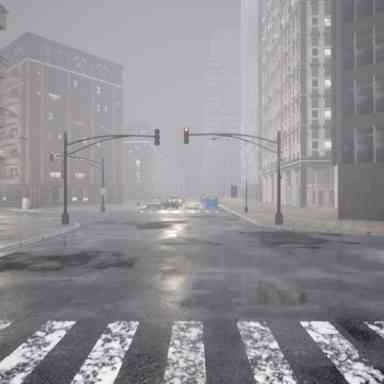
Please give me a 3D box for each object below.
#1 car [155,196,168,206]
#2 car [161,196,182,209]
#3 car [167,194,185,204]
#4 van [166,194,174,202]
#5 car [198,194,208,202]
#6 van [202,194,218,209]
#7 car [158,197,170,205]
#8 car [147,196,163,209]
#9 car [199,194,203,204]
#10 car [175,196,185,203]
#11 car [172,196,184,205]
[{"bbox_3d":[-5.187,1.500,57.028,1.967,1.590,4.097,0,0,0],"label":"car"},{"bbox_3d":[-2.730,1.636,45.051,1.895,1.301,4.718,0,0,0],"label":"car"},{"bbox_3d":[-2.705,1.405,54.177,2.097,1.767,4.553,0,0,0],"label":"car"},{"bbox_3d":[-5.139,1.460,79.236,1.690,1.788,3.998,0,0,0],"label":"van"},{"bbox_3d":[2.752,1.452,84.773,2.192,1.841,5.009,0,0,0],"label":"car"},{"bbox_3d":[2.669,1.378,45.905,1.690,1.788,3.998,0,0,0],"label":"van"},{"bbox_3d":[-5.176,1.639,62.580,1.947,1.339,4.313,0,0,0],"label":"car"},{"bbox_3d":[-5.212,1.562,45.752,1.752,1.417,4.829,0,0,0],"label":"car"},{"bbox_3d":[2.717,1.632,68.114,1.887,1.381,4.507,0,0,0],"label":"car"},{"bbox_3d":[-2.588,1.655,73.899,1.994,1.385,4.181,0,0,0],"label":"car"},{"bbox_3d":[-2.657,1.568,64.017,2.128,1.511,4.902,0,0,1],"label":"car"}]
